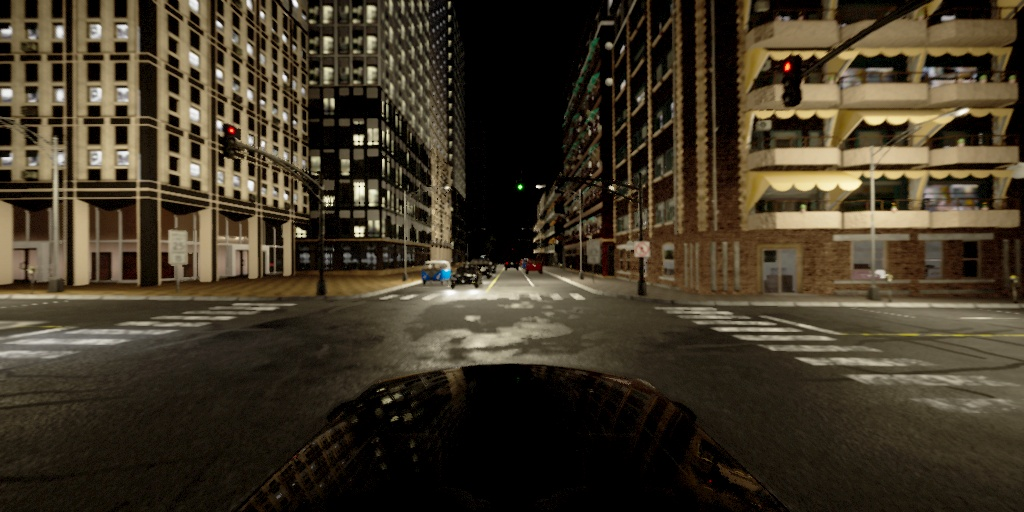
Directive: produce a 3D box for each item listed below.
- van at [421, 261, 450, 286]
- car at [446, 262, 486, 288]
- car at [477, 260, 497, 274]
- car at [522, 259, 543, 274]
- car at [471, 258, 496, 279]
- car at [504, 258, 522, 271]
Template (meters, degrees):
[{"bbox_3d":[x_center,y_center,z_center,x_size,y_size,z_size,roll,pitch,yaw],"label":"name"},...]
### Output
[{"bbox_3d":[-5.702,1.270,27.307,1.690,1.789,3.998,0,0,0],"label":"van"},{"bbox_3d":[-3.113,1.398,25.274,1.837,1.490,4.892,-1,0,0],"label":"car"},{"bbox_3d":[-3.121,1.360,45.713,2.097,1.767,4.553,-1,0,0],"label":"car"},{"bbox_3d":[2.670,1.258,43.966,2.192,1.841,5.009,0,0,0],"label":"car"},{"bbox_3d":[-3.119,1.171,35.398,2.150,2.045,5.566,-1,0,0],"label":"car"},{"bbox_3d":[-0.033,1.261,56.425,2.150,2.045,5.566,-1,0,0],"label":"car"}]
